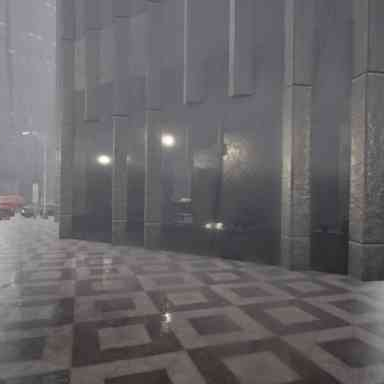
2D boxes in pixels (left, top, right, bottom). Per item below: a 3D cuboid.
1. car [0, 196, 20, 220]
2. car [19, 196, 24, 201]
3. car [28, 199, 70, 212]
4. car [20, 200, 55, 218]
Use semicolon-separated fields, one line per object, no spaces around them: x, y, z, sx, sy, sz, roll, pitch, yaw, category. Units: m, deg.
-17.119;1.463;26.776;2.192;1.841;5.009;1;0;35;car
-20.776;1.354;36.328;2.192;1.841;5.009;1;0;35;car
-17.502;1.634;40.922;1.947;1.339;4.313;1;0;35;car
-13.845;1.742;31.371;1.947;1.339;4.313;1;0;35;car
